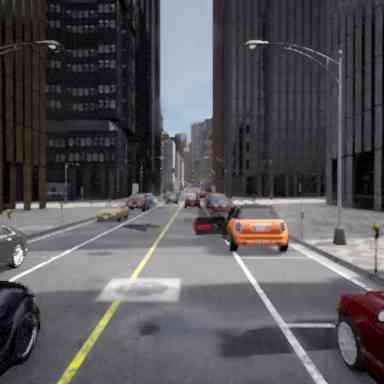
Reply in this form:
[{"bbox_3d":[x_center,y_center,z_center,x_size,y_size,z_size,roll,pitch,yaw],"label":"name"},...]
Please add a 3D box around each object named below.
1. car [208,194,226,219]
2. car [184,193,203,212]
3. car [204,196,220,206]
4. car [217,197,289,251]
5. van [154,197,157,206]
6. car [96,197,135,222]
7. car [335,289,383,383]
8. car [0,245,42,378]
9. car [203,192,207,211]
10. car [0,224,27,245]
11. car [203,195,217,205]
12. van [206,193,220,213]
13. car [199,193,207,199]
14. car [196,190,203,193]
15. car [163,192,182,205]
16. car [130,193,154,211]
[{"bbox_3d":[2.768,1.234,30.362,1.967,1.590,4.097,0,0,0],"label":"car"},{"bbox_3d":[0.072,1.203,40.603,1.882,1.535,5.008,0,0,0],"label":"car"},{"bbox_3d":[2.766,1.235,46.938,2.008,1.369,4.403,0,0,0],"label":"car"},{"bbox_3d":[2.390,1.259,13.696,2.097,1.767,4.553,0,0,0],"label":"car"},{"bbox_3d":[-5.764,1.060,41.424,1.690,1.788,3.998,0,0,0],"label":"van"},{"bbox_3d":[-5.768,1.357,24.681,1.752,1.417,4.829,0,0,0],"label":"car"},{"bbox_3d":[2.771,1.526,2.735,1.887,1.381,4.507,0,0,0],"label":"car"},{"bbox_3d":[-3.099,1.543,2.966,1.994,1.385,4.181,0,0,0],"label":"car"},{"bbox_3d":[2.766,1.035,41.411,2.192,1.841,5.009,0,0,0],"label":"car"},{"bbox_3d":[-5.772,1.493,8.277,2.008,1.369,4.403,0,0,0],"label":"car"},{"bbox_3d":[2.766,1.194,52.463,1.887,1.381,4.507,0,0,0],"label":"car"},{"bbox_3d":[2.767,1.098,35.885,1.690,1.788,3.998,0,0,0],"label":"van"},{"bbox_3d":[2.769,1.020,85.147,1.947,1.339,4.313,0,0,0],"label":"car"},{"bbox_3d":[2.767,0.801,79.502,2.192,1.841,5.009,0,0,0],"label":"car"},{"bbox_3d":[-3.003,1.134,51.291,1.882,1.535,5.008,0,0,0],"label":"car"},{"bbox_3d":[-5.765,1.071,35.899,2.192,1.841,5.009,0,0,0],"label":"car"}]
